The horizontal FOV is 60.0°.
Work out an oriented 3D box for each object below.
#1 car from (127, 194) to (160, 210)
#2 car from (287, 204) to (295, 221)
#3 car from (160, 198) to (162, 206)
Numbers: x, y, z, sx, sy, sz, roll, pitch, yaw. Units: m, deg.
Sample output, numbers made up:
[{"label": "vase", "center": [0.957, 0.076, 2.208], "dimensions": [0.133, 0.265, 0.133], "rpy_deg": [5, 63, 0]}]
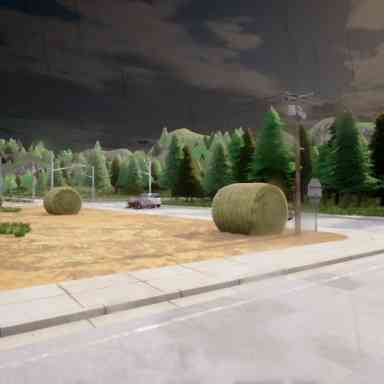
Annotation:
[{"label": "car", "center": [-6.590, 1.394, 43.013], "dimensions": [2.097, 1.767, 4.553], "rpy_deg": [0, 0, -38]}, {"label": "car", "center": [5.872, 1.263, 27.196], "dimensions": [2.150, 2.045, 5.566], "rpy_deg": [0, 0, -38]}, {"label": "car", "center": [-6.637, 1.264, 48.906], "dimensions": [2.150, 2.045, 5.566], "rpy_deg": [0, 0, -38]}]
